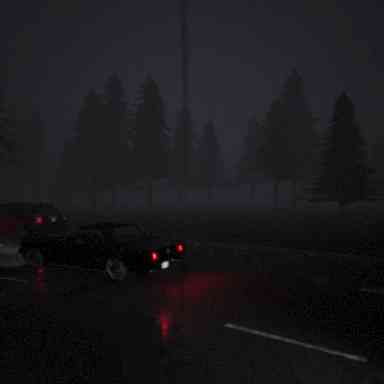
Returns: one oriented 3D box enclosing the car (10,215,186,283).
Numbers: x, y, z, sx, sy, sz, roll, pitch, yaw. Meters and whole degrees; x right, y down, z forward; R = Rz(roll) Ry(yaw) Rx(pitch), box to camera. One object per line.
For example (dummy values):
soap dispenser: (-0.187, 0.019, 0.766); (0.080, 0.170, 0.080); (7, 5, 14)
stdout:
car: (-2.651, 1.540, 9.416); (4.718, 1.301, 1.895); (0, 0, 27)

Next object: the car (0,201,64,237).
car: (-8.145, 1.241, 15.365); (4.553, 1.767, 2.097); (0, 0, 18)
